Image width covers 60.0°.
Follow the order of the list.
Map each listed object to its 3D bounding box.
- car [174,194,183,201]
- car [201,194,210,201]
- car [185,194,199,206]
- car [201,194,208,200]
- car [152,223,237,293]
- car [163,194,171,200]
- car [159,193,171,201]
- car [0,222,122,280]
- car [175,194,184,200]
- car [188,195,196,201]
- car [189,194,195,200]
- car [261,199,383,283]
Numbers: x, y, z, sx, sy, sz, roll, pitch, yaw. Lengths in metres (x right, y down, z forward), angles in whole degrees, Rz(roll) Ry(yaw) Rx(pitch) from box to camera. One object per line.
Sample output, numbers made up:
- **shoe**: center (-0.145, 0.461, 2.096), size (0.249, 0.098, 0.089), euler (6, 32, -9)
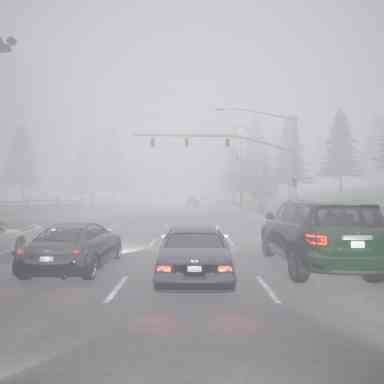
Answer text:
- **car**: center (-3.492, 1.517, 84.095), size (1.812, 1.442, 4.674), euler (0, 0, 0)
- **car**: center (3.508, 1.492, 83.677), size (1.837, 1.490, 4.892), euler (0, 0, 0)
- **car**: center (0.003, 1.352, 53.035), size (2.097, 1.767, 4.553), euler (0, 0, 0)
- **car**: center (3.509, 1.310, 94.097), size (1.882, 1.535, 5.008), euler (0, 0, 0)
- **car**: center (0.067, 1.547, 8.996), size (2.033, 1.411, 5.357), euler (0, 0, 0)
- **car**: center (-6.991, 1.385, 94.098), size (1.994, 1.385, 4.181), euler (0, 0, 0)
- **car**: center (-6.992, 1.217, 83.708), size (2.150, 2.045, 5.566), euler (0, 0, 0)
- **car**: center (-3.433, 1.564, 9.921), size (1.994, 1.385, 4.181), euler (0, 0, 1)
- **car**: center (-3.491, 1.358, 94.098), size (2.128, 1.511, 4.902), euler (0, 0, 0)
- **car**: center (0.008, 1.531, 83.678), size (2.033, 1.411, 5.357), euler (0, 0, 0)
- **car**: center (0.009, 1.310, 94.098), size (1.882, 1.535, 5.008), euler (0, 0, 0)
- **car**: center (3.572, 1.221, 9.816), size (2.150, 2.045, 5.566), euler (0, 0, 0)
